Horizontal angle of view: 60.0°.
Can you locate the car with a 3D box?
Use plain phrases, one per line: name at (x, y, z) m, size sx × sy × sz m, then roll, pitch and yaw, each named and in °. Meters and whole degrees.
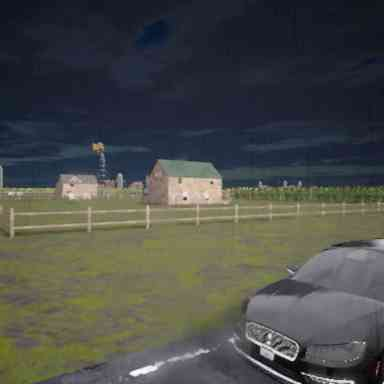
car at (2.801, 1.548, 5.070) m, size 4.892 × 1.490 × 1.837 m, roll 1°, pitch 0°, yaw -36°
